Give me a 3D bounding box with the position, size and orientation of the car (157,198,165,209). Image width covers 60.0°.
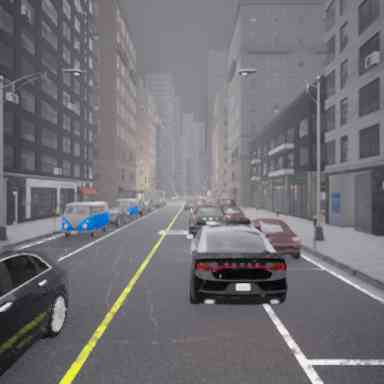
[{"bbox_3d":[-5.724,1.850,51.108,1.947,1.339,4.313,0,0,0],"label":"car"}]

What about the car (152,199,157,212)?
[{"bbox_3d":[-5.712,1.803,40.106,1.802,1.307,4.206,0,0,0],"label":"car"}]

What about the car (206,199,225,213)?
[{"bbox_3d":[2.813,1.661,40.115,1.967,1.590,4.097,0,0,0],"label":"car"}]

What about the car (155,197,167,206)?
[{"bbox_3d":[-5.737,1.789,62.112,1.967,1.590,4.097,0,0,0],"label":"car"}]

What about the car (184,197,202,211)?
[{"bbox_3d":[-0.033,1.814,45.189,1.994,1.385,4.181,0,0,0],"label":"car"}]

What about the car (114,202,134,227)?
[{"bbox_3d":[-5.695,1.679,23.602,2.008,1.369,4.403,0,0,0],"label":"car"}]

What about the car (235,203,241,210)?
[{"bbox_3d":[2.831,1.710,23.610,1.802,1.307,4.206,0,0,0],"label":"car"}]

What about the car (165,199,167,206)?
[{"bbox_3d":[-5.731,1.898,56.609,1.802,1.307,4.206,0,0,0],"label":"car"}]

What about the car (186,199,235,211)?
[{"bbox_3d":[0.880,1.450,18.253,2.097,1.767,4.553,0,0,0],"label":"car"}]

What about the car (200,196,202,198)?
[{"bbox_3d":[2.789,1.915,62.120,1.947,1.339,4.313,0,0,0],"label":"car"}]

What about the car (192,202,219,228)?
[{"bbox_3d":[0.873,1.589,24.472,1.801,1.575,5.366,0,0,0],"label":"car"}]

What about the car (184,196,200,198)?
[{"bbox_3d":[-0.063,1.833,58.624,1.837,1.490,4.892,0,0,0],"label":"car"}]

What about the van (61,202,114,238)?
[{"bbox_3d":[-5.689,1.439,18.103,1.690,1.788,3.998,0,0,0],"label":"van"}]

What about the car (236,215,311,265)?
[{"bbox_3d":[2.843,1.650,12.609,1.802,1.307,4.206,0,0,0],"label":"car"}]

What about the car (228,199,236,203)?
[{"bbox_3d":[2.824,1.474,29.113,2.192,1.841,5.009,0,0,0],"label":"car"}]

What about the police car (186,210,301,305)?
[{"bbox_3d":[0.891,1.471,8.393,1.930,1.638,5.238,0,0,0],"label":"police car"}]

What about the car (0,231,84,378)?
[{"bbox_3d":[-3.004,1.526,3.860,1.837,1.490,4.892,0,0,0],"label":"car"}]

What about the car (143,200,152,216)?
[{"bbox_3d":[-5.707,1.756,34.604,1.947,1.339,4.313,0,0,0],"label":"car"}]

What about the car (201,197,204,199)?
[{"bbox_3d":[2.801,1.835,51.118,2.008,1.369,4.403,0,0,0],"label":"car"}]

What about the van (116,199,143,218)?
[{"bbox_3d":[-5.701,1.500,29.104,1.690,1.788,3.998,0,0,0],"label":"van"}]
